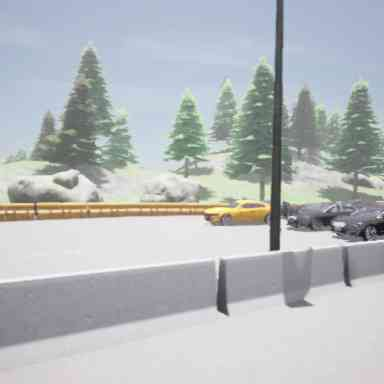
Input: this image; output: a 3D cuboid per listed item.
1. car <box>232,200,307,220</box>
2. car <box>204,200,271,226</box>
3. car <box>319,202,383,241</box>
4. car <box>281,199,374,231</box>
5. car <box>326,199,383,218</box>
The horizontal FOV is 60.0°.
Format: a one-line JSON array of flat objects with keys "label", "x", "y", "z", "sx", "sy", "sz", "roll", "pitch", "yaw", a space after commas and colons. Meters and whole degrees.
[{"label": "car", "x": 5.993, "y": 1.331, "z": 25.867, "sx": 5.357, "sy": 1.411, "sz": 2.033, "roll": 0, "pitch": 1, "yaw": -18}, {"label": "car", "x": 3.220, "y": 1.281, "z": 21.144, "sx": 5.008, "sy": 1.535, "sz": 1.882, "roll": 0, "pitch": 0, "yaw": -21}, {"label": "car", "x": 8.874, "y": 1.398, "z": 15.740, "sx": 4.902, "sy": 1.511, "sz": 2.128, "roll": 0, "pitch": 1, "yaw": -19}, {"label": "car", "x": 7.796, "y": 1.357, "z": 19.072, "sx": 4.902, "sy": 1.511, "sz": 2.128, "roll": 0, "pitch": 1, "yaw": -19}, {"label": "car", "x": 13.925, "y": 1.336, "z": 28.005, "sx": 4.674, "sy": 1.442, "sz": 1.812, "roll": 0, "pitch": 1, "yaw": -13}]
